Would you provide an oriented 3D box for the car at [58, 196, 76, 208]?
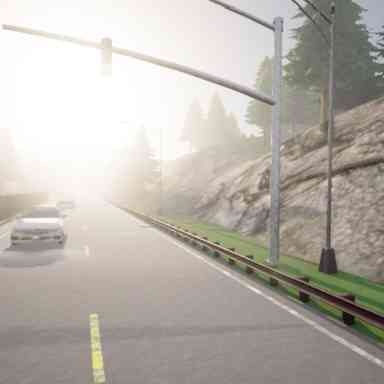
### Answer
[{"bbox_3d":[-14.468,1.072,38.458,1.895,1.301,4.718,1,0,-18],"label":"car"}]

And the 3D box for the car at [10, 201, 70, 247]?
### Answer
[{"bbox_3d":[-6.331,1.314,14.122,1.812,1.442,4.674,1,1,-18],"label":"car"}]
